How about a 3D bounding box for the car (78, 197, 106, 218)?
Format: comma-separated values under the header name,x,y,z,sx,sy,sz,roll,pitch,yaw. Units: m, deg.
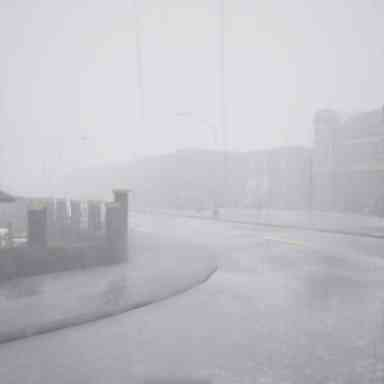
name,x,y,z,sx,sy,sz,roll,pitch,yaw
car,-9.129,1.277,29.865,2.097,1.767,4.553,-1,0,-35
